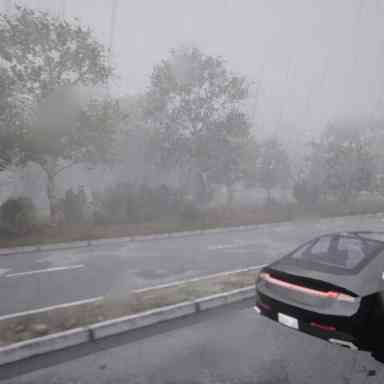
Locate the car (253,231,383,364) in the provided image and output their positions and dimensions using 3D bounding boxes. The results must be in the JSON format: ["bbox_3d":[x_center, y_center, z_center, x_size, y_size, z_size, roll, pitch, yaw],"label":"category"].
[{"bbox_3d":[3.222,1.441,5.734,4.902,1.511,2.128,-1,0,-35],"label":"car"}]
